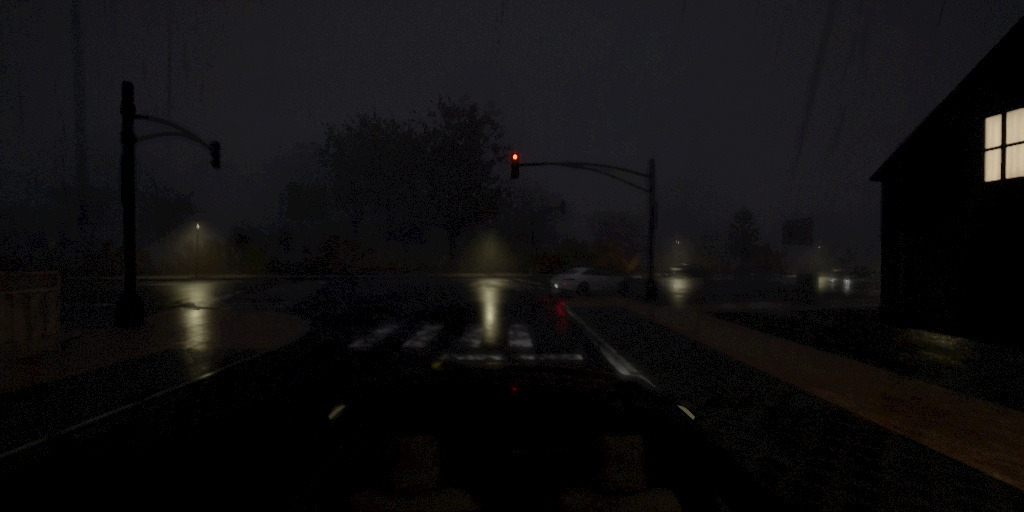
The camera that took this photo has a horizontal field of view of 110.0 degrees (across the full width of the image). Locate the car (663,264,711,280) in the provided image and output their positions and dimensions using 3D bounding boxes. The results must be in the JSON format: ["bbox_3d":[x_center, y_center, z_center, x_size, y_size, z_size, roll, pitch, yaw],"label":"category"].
[{"bbox_3d":[16.670,1.488,34.131,4.674,1.442,1.812,1,0,-17],"label":"car"}]

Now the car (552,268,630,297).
[{"bbox_3d":[4.342,1.358,19.653,4.674,1.442,1.812,1,-1,-30],"label":"car"}]

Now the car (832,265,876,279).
[{"bbox_3d":[38.582,1.797,40.451,4.892,1.490,1.837,1,0,-15],"label":"car"}]
